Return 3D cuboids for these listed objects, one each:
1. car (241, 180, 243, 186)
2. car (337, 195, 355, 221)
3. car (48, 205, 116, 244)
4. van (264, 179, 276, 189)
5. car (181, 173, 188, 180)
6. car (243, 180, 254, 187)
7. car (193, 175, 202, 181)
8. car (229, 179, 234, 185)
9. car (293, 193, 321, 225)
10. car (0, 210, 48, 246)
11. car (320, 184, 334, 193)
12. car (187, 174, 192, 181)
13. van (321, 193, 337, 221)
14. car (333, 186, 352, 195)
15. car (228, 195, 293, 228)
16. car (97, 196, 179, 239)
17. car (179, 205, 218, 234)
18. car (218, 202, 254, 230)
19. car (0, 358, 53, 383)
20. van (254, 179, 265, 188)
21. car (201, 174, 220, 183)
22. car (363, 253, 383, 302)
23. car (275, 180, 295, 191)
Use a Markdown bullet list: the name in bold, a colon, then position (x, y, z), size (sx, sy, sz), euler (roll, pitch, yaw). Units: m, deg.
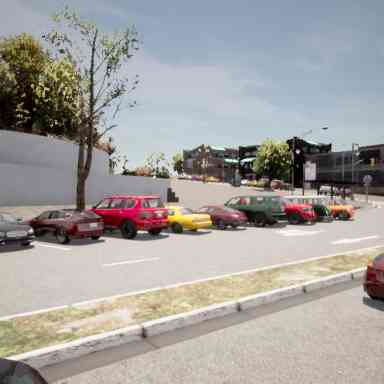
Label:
- **car**: position (12.180, -2.046, 76.113), size (2.002, 1.452, 4.674), euler (7, 4, 35)
- **car**: position (11.059, 1.402, 27.877), size (4.553, 1.767, 2.185), euler (-1, -1, 35)
- **car**: position (-6.208, 1.524, 15.804), size (4.792, 1.488, 2.163), euler (-1, -1, 35)
- **van**: position (17.311, -1.494, 68.587), size (1.878, 1.987, 4.442), euler (7, 4, 35)
- **car**: position (-0.033, -4.088, 93.288), size (2.185, 1.767, 4.553), euler (4, 1, 33)
- **car**: position (14.010, -1.815, 73.791), size (1.946, 1.575, 5.366), euler (7, 3, 35)
- **car**: position (3.488, -3.701, 88.349), size (2.435, 2.045, 5.566), euler (7, 3, 34)
- **car**: position (10.439, -2.320, 78.576), size (2.002, 1.452, 4.674), euler (7, 3, 35)
- **car**: position (6.109, 1.266, 24.460), size (5.566, 2.045, 2.435), euler (-1, -1, 35)
- **car**: position (-8.629, 1.493, 14.059), size (4.892, 1.521, 2.231), euler (-1, -1, 35)
- **car**: position (24.275, -0.429, 58.835), size (2.435, 2.045, 5.566), euler (7, 3, 35)
- **car**: position (1.695, -3.853, 90.817), size (2.185, 1.767, 4.553), euler (6, 3, 34)
- **van**: position (8.649, 1.295, 26.128), size (4.442, 1.987, 1.878), euler (-1, -1, 35)
- **car**: position (25.965, 0.133, 56.362), size (2.002, 1.452, 4.674), euler (7, 3, 35)
- **car**: position (3.595, 1.262, 22.757), size (5.566, 2.045, 2.435), euler (-1, -1, 35)
- **car**: position (-3.762, 1.248, 17.548), size (5.566, 2.045, 2.435), euler (-1, -1, 35)
- **car**: position (-1.441, 1.502, 19.374), size (5.366, 1.575, 1.946), euler (-1, -1, 35)
- **car**: position (1.166, 1.548, 21.000), size (4.674, 1.452, 2.002), euler (-1, -1, 35)
- **car**: position (-2.904, 1.504, 1.062), size (4.892, 1.490, 1.837), euler (0, 0, -35)
- **van**: position (15.583, -1.767, 71.059), size (1.878, 1.987, 4.442), euler (7, 4, 35)
- **car**: position (5.338, -3.179, 86.089), size (1.946, 1.575, 5.366), euler (7, 3, 34)
- **car**: position (5.540, 1.573, 7.084), size (4.181, 1.385, 1.994), euler (0, 0, -34)
- **car**: position (19.069, -0.995, 66.224), size (2.231, 1.521, 4.892), euler (7, 3, 35)
